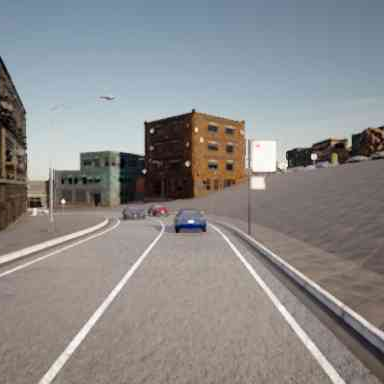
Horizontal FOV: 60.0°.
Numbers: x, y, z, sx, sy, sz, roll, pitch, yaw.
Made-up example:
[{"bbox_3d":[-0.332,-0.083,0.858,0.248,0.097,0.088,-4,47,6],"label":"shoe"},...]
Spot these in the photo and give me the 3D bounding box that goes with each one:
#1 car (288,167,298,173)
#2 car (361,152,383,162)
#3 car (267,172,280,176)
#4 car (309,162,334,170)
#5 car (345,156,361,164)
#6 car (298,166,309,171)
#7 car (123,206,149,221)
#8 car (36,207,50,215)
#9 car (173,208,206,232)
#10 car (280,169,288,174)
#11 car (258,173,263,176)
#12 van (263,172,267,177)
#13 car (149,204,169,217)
[{"bbox_3d":[21.230,-4.212,65.297,2.185,1.767,4.553,0,0,-1],"label":"car"},{"bbox_3d":[21.849,-3.836,37.675,2.231,1.521,4.892,0,1,-1],"label":"car"},{"bbox_3d":[20.864,-4.201,81.831,2.231,1.521,4.892,0,0,-1],"label":"car"},{"bbox_3d":[21.477,-4.118,54.131,2.185,1.767,4.553,0,0,-1],"label":"car"},{"bbox_3d":[21.718,-3.896,43.193,2.231,1.521,4.892,0,0,-1],"label":"car"},{"bbox_3d":[21.355,-3.998,59.624,2.002,1.452,4.674,0,0,-1],"label":"car"},{"bbox_3d":[-5.580,2.005,32.014,1.994,1.385,4.181,0,-2,-14],"label":"car"},{"bbox_3d":[-29.811,3.796,66.608,4.674,1.442,1.812,-4,-2,35],"label":"car"},{"bbox_3d":[-0.200,1.760,21.684,1.994,1.385,4.181,0,-1,-4],"label":"car"},{"bbox_3d":[21.108,-4.254,70.816,2.185,1.767,4.553,0,0,-1],"label":"car"},{"bbox_3d":[20.621,-4.216,92.869,2.002,1.452,4.674,0,0,-1],"label":"car"},{"bbox_3d":[20.745,-4.457,87.226,1.878,1.987,4.442,0,0,-1],"label":"van"},{"bbox_3d":[-4.088,2.142,39.598,1.812,1.442,4.674,0,-2,-20],"label":"car"}]
